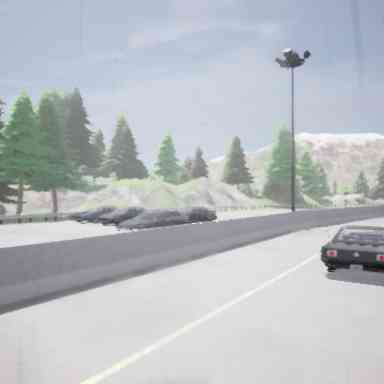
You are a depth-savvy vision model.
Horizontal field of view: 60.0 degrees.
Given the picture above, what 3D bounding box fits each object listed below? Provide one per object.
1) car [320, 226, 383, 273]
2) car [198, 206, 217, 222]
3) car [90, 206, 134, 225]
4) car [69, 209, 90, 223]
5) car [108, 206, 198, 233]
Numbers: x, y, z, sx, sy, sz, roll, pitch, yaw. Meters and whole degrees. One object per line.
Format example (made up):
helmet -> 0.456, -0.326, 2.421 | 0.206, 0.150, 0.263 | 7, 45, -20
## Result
car -> 5.599, 1.720, 10.569 | 1.895, 1.301, 4.718 | 0, -1, 35
car -> -0.042, 1.852, 26.902 | 2.033, 1.411, 5.357 | -1, -1, 37
car -> -4.984, 1.844, 26.144 | 2.033, 1.411, 5.357 | 0, -1, 36
car -> -7.663, 1.871, 28.395 | 2.033, 1.411, 5.357 | 0, -1, 36
car -> -1.956, 1.713, 18.339 | 1.837, 1.490, 4.892 | -1, -1, 36
